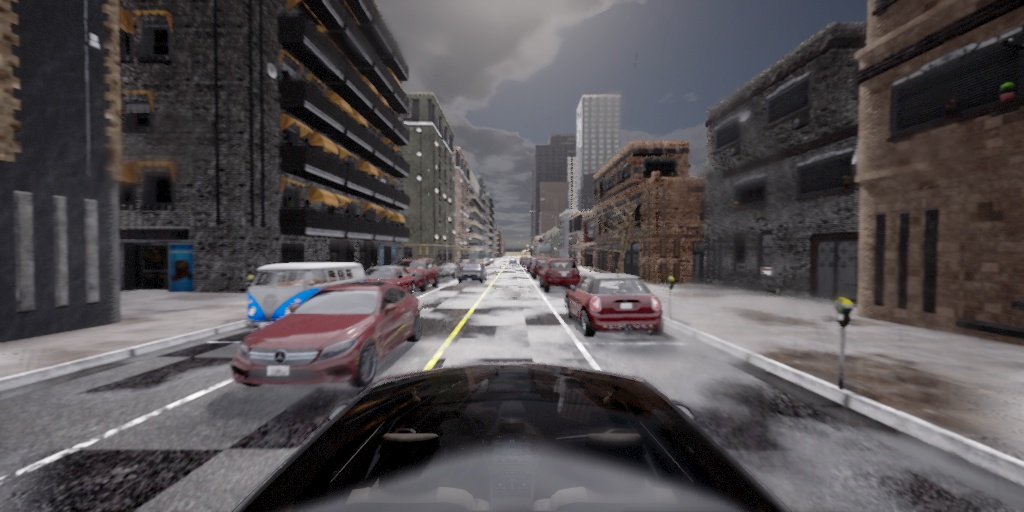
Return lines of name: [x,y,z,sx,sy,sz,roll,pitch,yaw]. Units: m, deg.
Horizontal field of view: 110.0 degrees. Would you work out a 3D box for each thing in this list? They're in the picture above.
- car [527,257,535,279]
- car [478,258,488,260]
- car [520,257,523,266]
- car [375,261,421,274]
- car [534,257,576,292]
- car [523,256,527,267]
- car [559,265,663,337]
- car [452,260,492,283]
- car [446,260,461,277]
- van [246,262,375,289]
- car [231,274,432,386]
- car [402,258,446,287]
car: [2.767,1.067,31.988,2.192,1.841,5.009,0,0,0]
car: [-5.537,1.164,59.055,1.967,1.591,4.097,0,0,0]
car: [2.858,1.302,63.933,2.007,1.370,4.403,0,0,0]
car: [-5.660,1.174,15.798,1.967,1.591,4.097,0,0,0]
car: [2.736,1.068,21.174,2.192,1.841,5.009,0,0,0]
car: [2.798,1.064,42.802,2.192,1.841,5.009,0,0,0]
car: [2.705,1.195,10.359,1.967,1.591,4.097,0,0,0]
car: [-2.961,1.286,27.726,2.033,1.411,5.357,0,0,1]
car: [-5.614,1.282,32.019,2.007,1.370,4.403,0,0,0]
van: [-5.676,1.076,10.390,1.690,1.789,3.998,0,0,0]
car: [-3.091,1.267,7.084,1.812,1.442,4.674,0,0,0]
car: [-5.645,1.048,21.205,2.192,1.841,5.009,0,0,0]
